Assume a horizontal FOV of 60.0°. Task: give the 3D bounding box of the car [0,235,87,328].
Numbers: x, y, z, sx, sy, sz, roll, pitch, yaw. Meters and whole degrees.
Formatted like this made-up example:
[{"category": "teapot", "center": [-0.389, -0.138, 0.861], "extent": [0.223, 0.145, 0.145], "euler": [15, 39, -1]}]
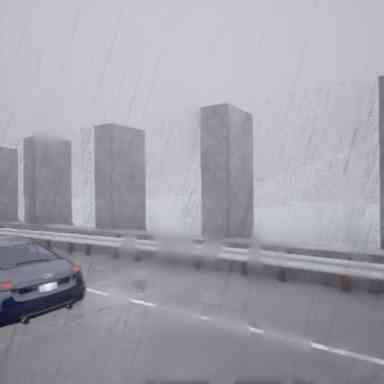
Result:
[{"category": "car", "center": [-4.107, 1.597, 6.726], "extent": [4.181, 1.385, 1.994], "euler": [-1, 0, 33]}]
